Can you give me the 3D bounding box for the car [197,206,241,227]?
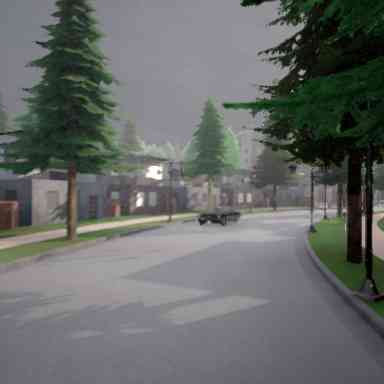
[{"bbox_3d":[2.057,1.739,24.436,1.895,1.301,4.718,0,0,25],"label":"car"}]
